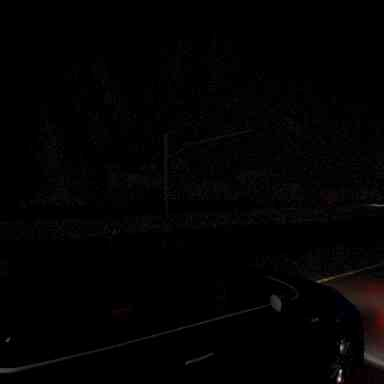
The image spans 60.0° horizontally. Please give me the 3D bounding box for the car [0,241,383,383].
[{"bbox_3d":[-0.078,1.351,3.692,4.553,1.767,2.097,0,0,-36],"label":"car"}]

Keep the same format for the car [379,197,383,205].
[{"bbox_3d":[31.664,1.243,53.045,4.892,1.490,1.837,0,0,-36],"label":"car"}]
